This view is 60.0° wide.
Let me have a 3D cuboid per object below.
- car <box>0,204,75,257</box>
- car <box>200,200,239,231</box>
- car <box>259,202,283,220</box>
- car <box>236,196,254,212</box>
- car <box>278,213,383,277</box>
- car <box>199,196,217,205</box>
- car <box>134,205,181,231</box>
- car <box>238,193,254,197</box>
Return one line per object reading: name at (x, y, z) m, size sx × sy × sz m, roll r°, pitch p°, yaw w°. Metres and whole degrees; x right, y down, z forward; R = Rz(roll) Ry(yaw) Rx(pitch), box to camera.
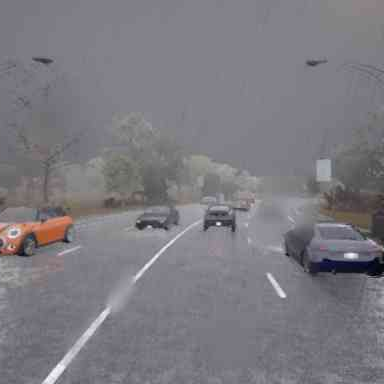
car at (-6.370, 1.319, 12.760) m, size 2.097 × 1.767 × 4.553 m, roll 0°, pitch 0°, yaw 6°
car at (1.815, 1.491, 20.654) m, size 1.837 × 1.490 × 4.892 m, roll 0°, pitch 0°, yaw 8°
car at (6.570, 1.546, 27.692) m, size 2.033 × 1.411 × 5.357 m, roll 0°, pitch 0°, yaw 12°
car at (5.639, 1.548, 38.441) m, size 1.994 × 1.385 × 4.181 m, roll 0°, pitch 0°, yaw 15°
car at (4.148, 1.567, 10.345) m, size 1.994 × 1.385 × 4.181 m, roll 0°, pitch 0°, yaw 4°
car at (2.620, 1.454, 52.370) m, size 1.837 × 1.490 × 4.892 m, roll 0°, pitch 0°, yaw 21°
car at (-1.950, 1.520, 20.761) m, size 2.033 × 1.411 × 5.357 m, roll 0°, pitch 0°, yaw 8°
car at (9.759, 1.195, 60.551) m, size 2.150 × 2.045 × 5.566 m, roll 0°, pitch 0°, yaw 25°
